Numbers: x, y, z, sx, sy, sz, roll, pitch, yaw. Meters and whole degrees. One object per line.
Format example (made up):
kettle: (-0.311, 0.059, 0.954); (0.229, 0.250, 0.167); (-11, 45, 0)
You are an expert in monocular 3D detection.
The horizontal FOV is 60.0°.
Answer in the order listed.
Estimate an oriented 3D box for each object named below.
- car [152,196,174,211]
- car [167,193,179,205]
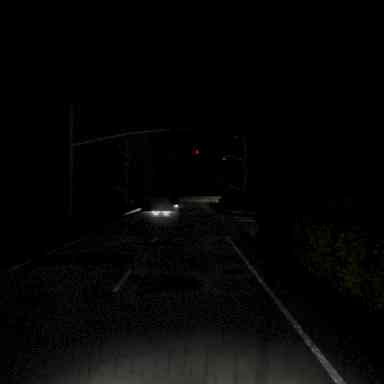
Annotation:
car: (-3.589, 1.553, 40.102); (1.994, 1.385, 4.181); (0, 0, 0)
car: (-3.509, 1.190, 60.083); (2.150, 2.045, 5.566); (0, 0, 0)
